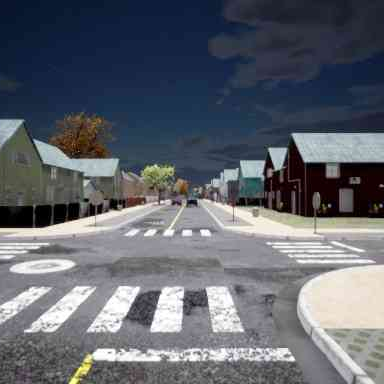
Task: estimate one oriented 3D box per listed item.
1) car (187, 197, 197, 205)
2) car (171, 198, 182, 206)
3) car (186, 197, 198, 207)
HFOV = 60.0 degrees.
[{"bbox_3d":[-0.005,1.788,66.654,1.812,1.442,4.674,0,0,0],"label":"car"},{"bbox_3d":[-2.754,1.767,60.821,2.033,1.411,5.357,0,0,0],"label":"car"},{"bbox_3d":[-0.005,1.693,56.234,1.837,1.490,4.892,0,0,0],"label":"car"}]
